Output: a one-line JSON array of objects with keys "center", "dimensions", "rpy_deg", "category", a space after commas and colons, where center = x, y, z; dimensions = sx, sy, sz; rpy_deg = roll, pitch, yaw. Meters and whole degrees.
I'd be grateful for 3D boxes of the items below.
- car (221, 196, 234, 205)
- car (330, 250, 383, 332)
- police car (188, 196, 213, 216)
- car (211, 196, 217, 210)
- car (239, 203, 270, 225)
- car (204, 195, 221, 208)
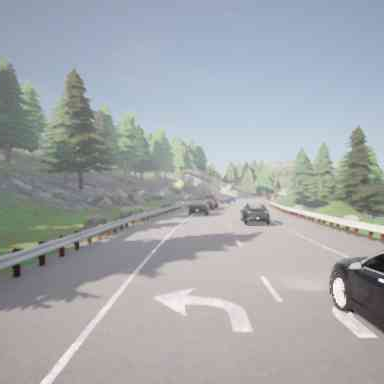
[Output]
[{"center": [6.769, 1.714, 67.321], "dimensions": [2.128, 1.511, 4.902], "rpy_deg": [0, 0, 10], "category": "car"}, {"center": [3.687, 1.527, 4.846], "dimensions": [1.837, 1.490, 4.892], "rpy_deg": [0, 0, 1], "category": "car"}, {"center": [0.775, 1.547, 34.382], "dimensions": [1.930, 1.638, 5.238], "rpy_deg": [0, 0, 6], "category": "police car"}, {"center": [1.939, 1.635, 44.182], "dimensions": [1.882, 1.535, 5.008], "rpy_deg": [0, 0, 8], "category": "car"}, {"center": [4.629, 1.584, 24.838], "dimensions": [2.128, 1.511, 4.902], "rpy_deg": [0, 0, 4], "category": "car"}, {"center": [2.788, 1.404, 50.140], "dimensions": [2.150, 2.045, 5.566], "rpy_deg": [0, 0, 9], "category": "car"}]
